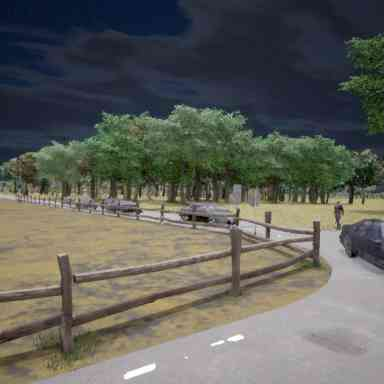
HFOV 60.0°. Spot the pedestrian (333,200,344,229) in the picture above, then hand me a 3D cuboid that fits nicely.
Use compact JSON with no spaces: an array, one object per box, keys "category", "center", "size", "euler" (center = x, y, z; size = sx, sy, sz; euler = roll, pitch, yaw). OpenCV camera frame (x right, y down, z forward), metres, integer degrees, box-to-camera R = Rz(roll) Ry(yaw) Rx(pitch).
[{"category":"pedestrian","center":[9.214,1.393,20.992],"size":[0.375,1.860,0.375],"euler":[2,-1,-35]}]

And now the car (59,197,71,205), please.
[{"category":"car","center":[-22.598,1.557,60.510],"size":[2.033,1.411,5.357],"euler":[2,-1,-35]}]

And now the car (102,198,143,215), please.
[{"category":"car","center":[-6.792,1.528,33.188],"size":[2.033,1.411,5.357],"euler":[2,-1,-35]}]

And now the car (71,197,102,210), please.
[{"category":"car","center":[-13.581,1.481,42.792],"size":[1.837,1.490,4.892],"euler":[2,-1,-35]}]

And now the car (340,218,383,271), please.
[{"category":"car","center":[5.977,1.520,9.697],"size":[2.033,1.411,5.357],"euler":[0,1,7]}]

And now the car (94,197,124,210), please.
[{"category":"car","center":[-11.155,1.539,44.420],"size":[2.128,1.511,4.902],"euler":[2,-1,-35]}]

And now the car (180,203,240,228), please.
[{"category":"car","center":[1.088,1.477,22.107],"size":[2.128,1.511,4.902],"euler":[2,-1,-35]}]
